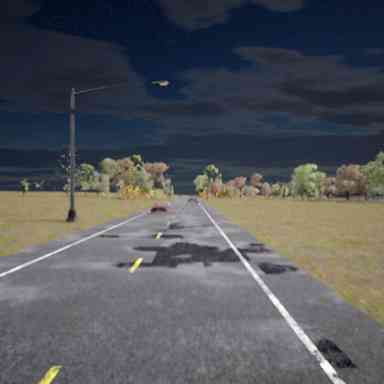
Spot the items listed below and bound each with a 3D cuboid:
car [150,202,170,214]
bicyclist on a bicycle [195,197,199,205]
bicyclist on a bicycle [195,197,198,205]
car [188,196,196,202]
[{"bbox_3d":[-3.623,1.790,38.108,1.895,1.301,4.718,0,0,0],"label":"car"},{"bbox_3d":[0.908,1.721,57.952,0.866,1.612,1.509,0,-1,0],"label":"bicyclist on a bicycle"},{"bbox_3d":[0.911,1.777,66.793,0.582,1.620,1.656,0,-1,0],"label":"bicyclist on a bicycle"},{"bbox_3d":[-0.066,1.834,85.453,1.812,1.442,4.674,0,0,0],"label":"car"}]
